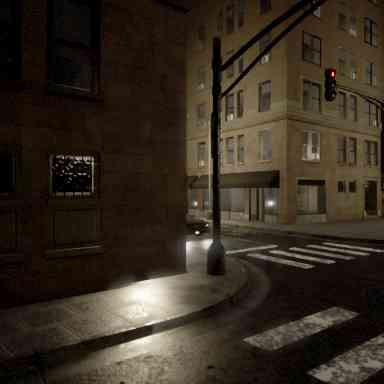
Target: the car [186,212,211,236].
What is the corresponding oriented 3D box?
[{"bbox_3d":[-1.298,1.515,17.757,2.033,1.411,5.357,0,0,-36],"label":"car"}]
